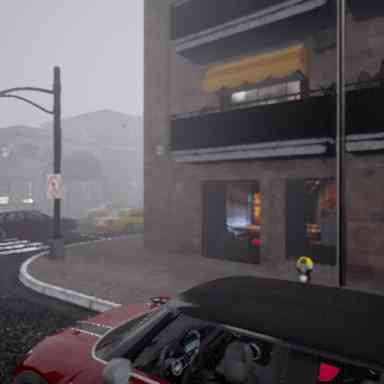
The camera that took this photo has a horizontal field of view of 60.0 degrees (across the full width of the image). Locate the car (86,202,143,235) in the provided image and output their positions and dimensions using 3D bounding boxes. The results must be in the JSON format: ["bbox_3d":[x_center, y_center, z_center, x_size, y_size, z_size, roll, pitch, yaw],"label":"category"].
[{"bbox_3d":[-3.145,1.455,18.357,1.752,1.417,4.829,0,1,36],"label":"car"}]

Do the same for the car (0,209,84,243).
[{"bbox_3d":[-8.233,1.513,15.931,2.033,1.411,5.357,0,0,36],"label":"car"}]

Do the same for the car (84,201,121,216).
[{"bbox_3d":[-6.787,1.421,27.616,1.752,1.417,4.829,0,1,36],"label":"car"}]

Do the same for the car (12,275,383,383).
[{"bbox_3d":[0.320,1.443,2.645,4.097,1.590,1.967,0,0,35],"label":"car"}]

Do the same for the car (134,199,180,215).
[{"bbox_3d":[-3.345,1.399,32.367,1.887,1.381,4.507,0,1,36],"label":"car"}]
